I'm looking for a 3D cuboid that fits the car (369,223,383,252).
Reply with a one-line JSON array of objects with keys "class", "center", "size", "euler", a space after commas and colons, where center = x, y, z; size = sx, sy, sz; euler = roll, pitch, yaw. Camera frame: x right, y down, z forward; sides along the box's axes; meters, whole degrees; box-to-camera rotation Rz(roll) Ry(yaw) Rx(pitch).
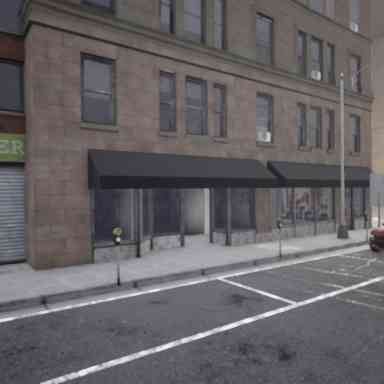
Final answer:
[{"class": "car", "center": [8.455, 1.534, 12.619], "size": [4.507, 1.381, 1.887], "euler": [0, -1, -36]}]
